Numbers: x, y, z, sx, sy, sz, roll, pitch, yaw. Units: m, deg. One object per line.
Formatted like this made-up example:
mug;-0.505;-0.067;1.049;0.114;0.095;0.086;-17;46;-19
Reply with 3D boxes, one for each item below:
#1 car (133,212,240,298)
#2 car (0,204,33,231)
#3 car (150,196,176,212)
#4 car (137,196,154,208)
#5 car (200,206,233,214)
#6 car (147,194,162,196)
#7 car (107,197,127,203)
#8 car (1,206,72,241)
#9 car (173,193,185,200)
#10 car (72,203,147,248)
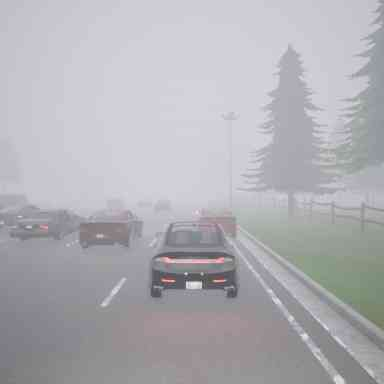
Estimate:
car;0.054;1.490;8.498;2.128;1.511;4.902;0;0;0
car;-10.409;1.523;20.616;1.812;1.442;4.674;0;0;0
car;-3.391;1.542;39.472;2.033;1.411;5.357;0;0;0
car;-6.888;1.594;49.104;1.895;1.301;4.718;0;0;0
car;1.229;1.475;17.839;1.882;1.535;5.008;0;0;0
car;-10.478;1.513;92.959;2.128;1.511;4.902;0;0;0
car;-10.389;1.471;46.312;1.882;1.535;5.008;0;0;0
car;-6.896;1.545;16.630;2.033;1.411;5.357;0;0;0
car;-3.478;1.213;93.171;2.150;2.045;5.566;0;0;0
car;-3.397;1.475;14.739;1.882;1.535;5.008;0;0;0
